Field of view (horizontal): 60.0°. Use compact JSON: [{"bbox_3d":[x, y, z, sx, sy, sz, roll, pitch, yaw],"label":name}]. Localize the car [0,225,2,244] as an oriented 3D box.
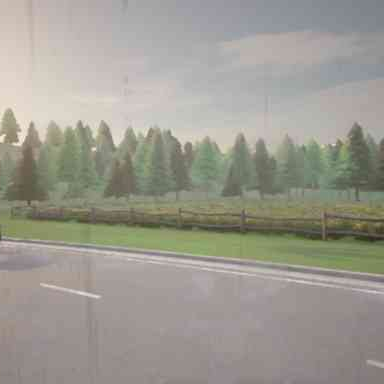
[{"bbox_3d":[-10.150,1.657,13.847,5.008,1.535,1.882,-1,-1,27],"label":"car"}]
